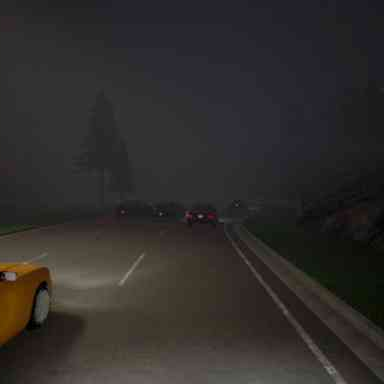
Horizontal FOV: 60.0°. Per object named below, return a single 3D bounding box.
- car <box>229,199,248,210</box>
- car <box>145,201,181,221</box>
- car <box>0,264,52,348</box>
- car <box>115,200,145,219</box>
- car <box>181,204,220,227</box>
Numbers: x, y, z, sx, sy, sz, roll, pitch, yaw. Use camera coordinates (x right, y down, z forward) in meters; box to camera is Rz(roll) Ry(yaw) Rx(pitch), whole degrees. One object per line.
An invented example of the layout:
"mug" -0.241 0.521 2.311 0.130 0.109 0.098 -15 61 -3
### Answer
"car" 5.831 1.517 41.389 1.994 1.385 4.181 0 0 14
"car" -1.755 1.461 27.205 2.128 1.511 4.902 0 0 14
"car" -3.396 1.473 3.879 1.882 1.535 5.008 0 0 0
"car" -4.911 1.445 28.872 1.882 1.535 5.008 0 0 14
"car" 0.830 1.522 22.656 2.033 1.411 5.357 0 0 8
